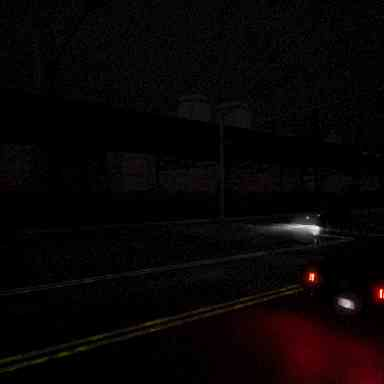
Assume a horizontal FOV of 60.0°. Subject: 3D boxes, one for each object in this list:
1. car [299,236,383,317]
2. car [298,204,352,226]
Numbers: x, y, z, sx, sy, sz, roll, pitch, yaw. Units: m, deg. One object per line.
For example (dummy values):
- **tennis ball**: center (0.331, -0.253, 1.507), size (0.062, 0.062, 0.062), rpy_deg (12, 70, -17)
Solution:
- **car**: center (4.439, 1.601, 6.919), size (4.718, 1.301, 1.895), rpy_deg (0, 0, -35)
- **car**: center (9.428, 1.564, 23.566), size (4.181, 1.385, 1.994), rpy_deg (0, 0, -35)
